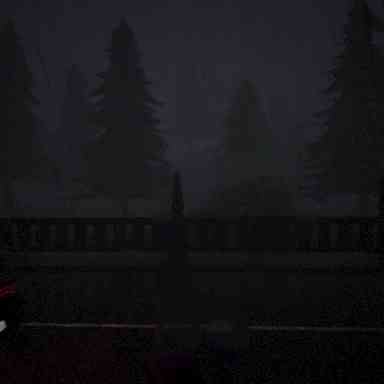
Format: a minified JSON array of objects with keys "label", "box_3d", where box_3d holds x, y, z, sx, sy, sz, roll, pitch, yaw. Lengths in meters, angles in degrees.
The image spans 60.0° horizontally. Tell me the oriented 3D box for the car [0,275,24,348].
[{"label":"car","box_3d":[-4.853,1.544,4.268,5.008,1.535,1.882,0,0,3]}]
